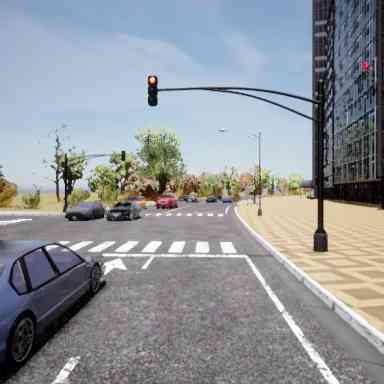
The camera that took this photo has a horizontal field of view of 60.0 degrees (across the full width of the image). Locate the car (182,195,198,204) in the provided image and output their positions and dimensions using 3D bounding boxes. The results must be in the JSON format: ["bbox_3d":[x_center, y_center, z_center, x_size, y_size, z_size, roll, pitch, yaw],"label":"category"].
[{"bbox_3d":[0.034,1.498,66.432,2.128,1.511,4.902,0,0,11],"label":"car"}]

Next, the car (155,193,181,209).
[{"bbox_3d":[-3.397,1.221,45.408,2.150,2.045,5.566,0,0,8],"label":"car"}]

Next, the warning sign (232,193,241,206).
[{"bbox_3d":[6.478,1.120,48.188,1.300,1.860,1.060,0,0,8],"label":"warning sign"}]

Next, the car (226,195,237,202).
[{"bbox_3d":[9.650,1.543,80.338,2.128,1.511,4.902,0,0,14],"label":"car"}]

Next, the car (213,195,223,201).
[{"bbox_3d":[6.340,1.389,80.466,1.812,1.442,4.674,0,0,14],"label":"car"}]

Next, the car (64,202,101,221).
[{"bbox_3d":[-8.581,1.544,27.591,2.033,1.411,5.357,0,0,5],"label":"car"}]

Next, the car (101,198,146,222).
[{"bbox_3d":[-5.382,1.503,26.761,1.837,1.490,4.892,0,0,5],"label":"car"}]

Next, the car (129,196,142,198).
[{"bbox_3d":[-7.179,1.350,41.290,2.097,1.767,4.553,0,0,7],"label":"car"}]

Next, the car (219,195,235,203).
[{"bbox_3d":[7.496,1.559,70.037,2.033,1.411,5.357,0,0,12],"label":"car"}]

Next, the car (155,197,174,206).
[{"bbox_3d":[-4.786,1.548,58.120,2.033,1.411,5.357,0,0,10],"label":"car"}]

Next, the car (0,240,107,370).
[{"bbox_3d":[-3.035,1.547,5.651,2.033,1.411,5.357,0,0,1],"label":"car"}]

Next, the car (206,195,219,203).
[{"bbox_3d":[4.217,1.557,70.759,1.994,1.385,4.181,0,0,12],"label":"car"}]
